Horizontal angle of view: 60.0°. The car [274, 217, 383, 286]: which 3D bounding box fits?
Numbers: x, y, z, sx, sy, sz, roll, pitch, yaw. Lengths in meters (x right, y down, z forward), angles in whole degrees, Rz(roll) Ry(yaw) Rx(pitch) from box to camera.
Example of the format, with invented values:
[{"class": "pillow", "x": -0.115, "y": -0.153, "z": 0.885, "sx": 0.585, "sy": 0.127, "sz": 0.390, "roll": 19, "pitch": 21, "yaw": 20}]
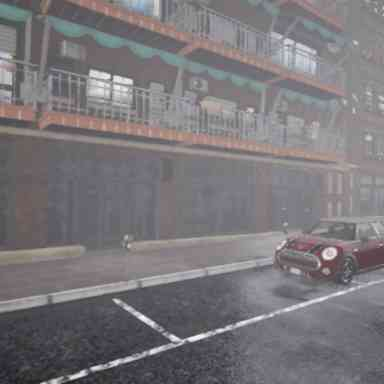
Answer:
[{"class": "car", "x": 4.244, "y": 1.476, "z": 9.525, "sx": 4.097, "sy": 1.590, "sz": 1.967, "roll": 0, "pitch": 1, "yaw": -35}]
